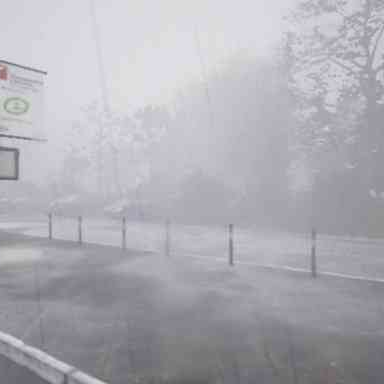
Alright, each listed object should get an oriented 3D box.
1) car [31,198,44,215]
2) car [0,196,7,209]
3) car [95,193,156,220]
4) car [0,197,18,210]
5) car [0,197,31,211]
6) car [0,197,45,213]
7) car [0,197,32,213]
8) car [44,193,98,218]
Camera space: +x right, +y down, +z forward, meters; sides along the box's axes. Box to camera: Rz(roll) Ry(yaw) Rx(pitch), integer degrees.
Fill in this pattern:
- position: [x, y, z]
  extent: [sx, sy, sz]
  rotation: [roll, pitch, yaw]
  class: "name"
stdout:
- position: [-11.835, 1.353, 31.135]
  extent: [2.231, 1.521, 4.892]
  rotation: [0, 0, 35]
  class: "car"
- position: [-25.862, 1.304, 40.857]
  extent: [2.097, 1.535, 5.008]
  rotation: [0, 0, 35]
  class: "car"
- position: [-4.906, 1.232, 26.246]
  extent: [2.185, 1.767, 4.553]
  rotation: [1, 1, 35]
  class: "car"
- position: [-23.425, 1.343, 39.197]
  extent: [2.163, 1.488, 4.792]
  rotation: [0, 0, 35]
  class: "car"
- position: [-21.124, 1.321, 37.560]
  extent: [2.097, 1.535, 5.008]
  rotation: [0, 0, 35]
  class: "car"
- position: [-18.804, 1.330, 35.950]
  extent: [2.097, 1.535, 5.008]
  rotation: [0, 0, 35]
  class: "car"
- position: [-16.483, 1.339, 34.342]
  extent: [2.231, 1.521, 4.892]
  rotation: [0, 0, 35]
  class: "car"
- position: [-9.635, 1.106, 29.568]
  extent: [2.435, 2.045, 5.566]
  rotation: [0, 0, 35]
  class: "car"
